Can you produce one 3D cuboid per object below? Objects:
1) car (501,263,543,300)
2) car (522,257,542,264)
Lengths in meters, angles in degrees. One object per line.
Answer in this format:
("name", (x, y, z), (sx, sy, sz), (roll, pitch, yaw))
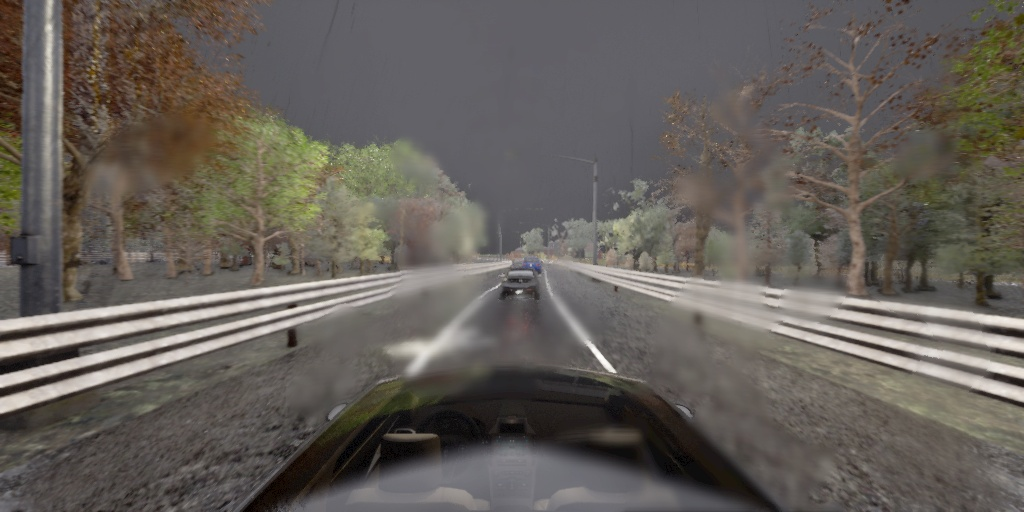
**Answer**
("car", (0.487, 1.316, 18.047), (1.837, 1.490, 4.892), (0, 0, 3))
("car", (2.364, 1.144, 42.533), (2.150, 2.045, 5.566), (0, 0, 5))
